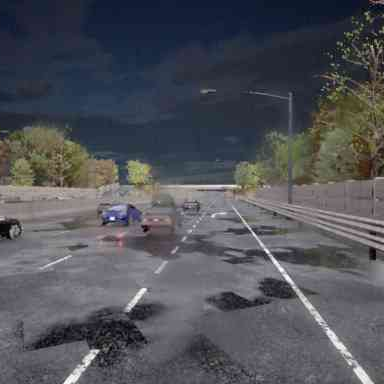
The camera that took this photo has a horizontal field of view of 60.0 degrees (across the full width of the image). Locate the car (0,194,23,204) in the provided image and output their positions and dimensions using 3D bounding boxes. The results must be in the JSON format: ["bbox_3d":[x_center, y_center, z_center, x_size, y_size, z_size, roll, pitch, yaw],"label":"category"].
[{"bbox_3d":[-24.352,1.358,43.770,2.097,1.767,4.553,0,0,5],"label":"car"}]

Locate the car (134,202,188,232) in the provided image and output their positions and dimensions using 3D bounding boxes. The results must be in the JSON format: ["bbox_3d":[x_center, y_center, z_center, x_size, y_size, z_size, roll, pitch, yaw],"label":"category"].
[{"bbox_3d":[-1.668,1.547,20.011,2.033,1.411,5.357,0,0,5],"label":"car"}]

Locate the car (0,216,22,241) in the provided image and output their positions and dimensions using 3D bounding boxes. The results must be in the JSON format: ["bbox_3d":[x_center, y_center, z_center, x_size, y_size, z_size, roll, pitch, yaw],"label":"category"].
[{"bbox_3d":[-9.227,1.491,14.037,2.128,1.511,4.902,0,0,5],"label":"car"}]

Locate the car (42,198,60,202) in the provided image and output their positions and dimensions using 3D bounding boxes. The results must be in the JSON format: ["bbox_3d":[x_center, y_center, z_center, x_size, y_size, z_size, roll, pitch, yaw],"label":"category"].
[{"bbox_3d":[-20.427,1.574,48.349,1.994,1.385,4.181,0,0,5],"label":"car"}]

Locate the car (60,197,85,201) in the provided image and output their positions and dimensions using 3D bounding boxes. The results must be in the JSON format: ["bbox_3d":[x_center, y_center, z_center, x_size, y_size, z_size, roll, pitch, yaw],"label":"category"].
[{"bbox_3d":[-16.893,1.516,48.588,1.837,1.490,4.892,0,0,5],"label":"car"}]

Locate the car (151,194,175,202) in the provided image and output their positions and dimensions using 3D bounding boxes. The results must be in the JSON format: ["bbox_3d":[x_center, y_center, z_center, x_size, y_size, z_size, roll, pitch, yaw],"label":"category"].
[{"bbox_3d":[-3.420,1.227,39.838,2.150,2.045,5.566,0,0,5],"label":"car"}]

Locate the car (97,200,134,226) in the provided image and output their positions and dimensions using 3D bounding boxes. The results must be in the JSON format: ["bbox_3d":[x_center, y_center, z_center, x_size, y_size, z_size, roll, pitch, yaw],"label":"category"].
[{"bbox_3d":[-4.873,1.526,23.485,1.812,1.442,4.674,0,0,5],"label":"car"}]

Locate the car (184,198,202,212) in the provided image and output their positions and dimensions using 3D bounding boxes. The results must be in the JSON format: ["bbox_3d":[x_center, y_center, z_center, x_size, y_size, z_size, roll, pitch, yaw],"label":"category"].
[{"bbox_3d":[0.044,1.495,39.273,2.128,1.511,4.902,0,0,5],"label":"car"}]
